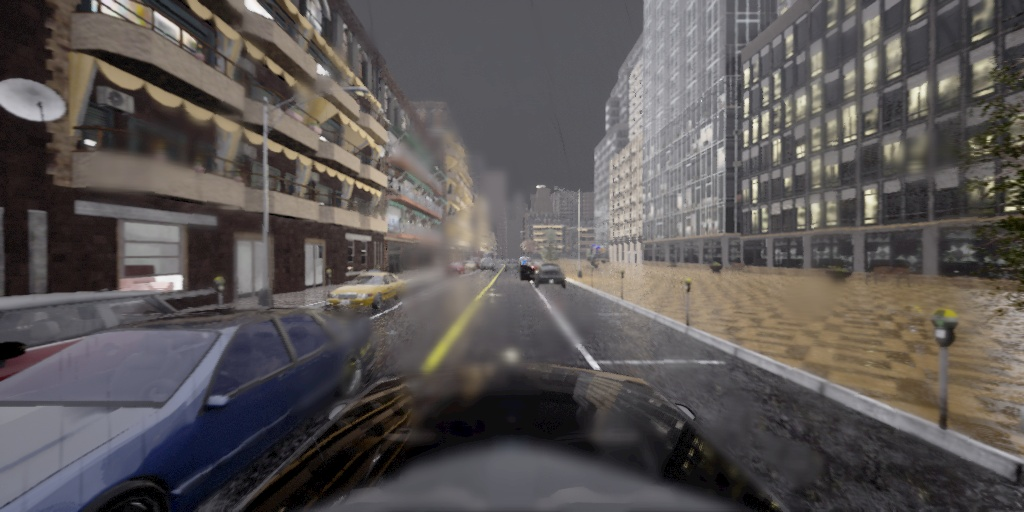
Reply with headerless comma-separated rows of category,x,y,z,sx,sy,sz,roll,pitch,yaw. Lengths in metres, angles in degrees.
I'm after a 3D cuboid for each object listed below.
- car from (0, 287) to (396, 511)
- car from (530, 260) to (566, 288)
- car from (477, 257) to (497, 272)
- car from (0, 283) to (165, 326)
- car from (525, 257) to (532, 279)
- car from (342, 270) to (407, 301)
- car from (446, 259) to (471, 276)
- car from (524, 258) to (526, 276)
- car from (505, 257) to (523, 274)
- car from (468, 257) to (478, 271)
car,-3.101,1.295,3.651,2.033,1.411,5.357,0,0,0
car,2.358,1.236,23.359,1.837,1.490,4.892,0,0,0
car,-3.071,1.228,46.357,1.837,1.490,4.892,0,0,0
car,-5.692,1.188,3.784,1.967,1.591,4.097,0,0,0
car,2.695,1.166,36.941,1.967,1.591,4.097,0,0,0
car,-5.689,1.262,14.667,1.751,1.417,4.829,0,0,0
car,-5.685,1.271,36.943,1.888,1.381,4.507,0,0,0
car,2.696,1.251,42.638,1.751,1.417,4.829,0,0,0
car,0.046,1.217,46.720,2.128,1.511,4.902,0,0,1
car,-5.683,1.251,47.827,1.751,1.417,4.829,0,0,0
